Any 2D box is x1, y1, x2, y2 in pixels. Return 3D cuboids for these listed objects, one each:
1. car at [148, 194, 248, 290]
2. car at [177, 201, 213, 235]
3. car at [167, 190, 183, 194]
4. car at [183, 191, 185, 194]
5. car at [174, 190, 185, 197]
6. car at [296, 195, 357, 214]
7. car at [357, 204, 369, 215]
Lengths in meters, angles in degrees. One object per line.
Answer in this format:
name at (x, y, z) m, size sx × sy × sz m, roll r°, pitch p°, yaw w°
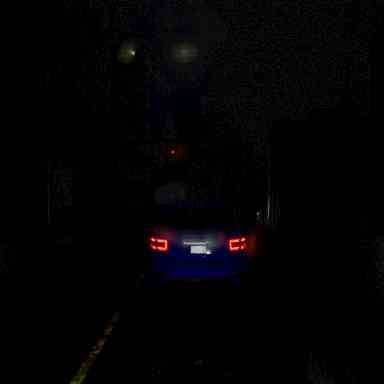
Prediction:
car at (0.116, 1.195, 9.142) m, size 2.150 × 2.045 × 5.566 m, roll 0°, pitch 0°, yaw 0°
car at (0.128, 1.389, 19.168) m, size 1.837 × 1.490 × 4.892 m, roll 0°, pitch 1°, yaw 0°
car at (-2.689, 0.830, 45.206) m, size 2.128 × 1.511 × 4.902 m, roll 0°, pitch 2°, yaw -1°
car at (-2.633, 0.542, 54.611) m, size 1.882 × 1.535 × 5.008 m, roll 0°, pitch 2°, yaw 0°
car at (-2.510, 0.257, 67.675) m, size 1.895 × 1.301 × 4.718 m, roll 0°, pitch 2°, yaw 1°
car at (12.836, 1.181, 32.446) m, size 5.009 × 1.841 × 2.192 m, roll 1°, pitch 0°, yaw 0°
car at (18.234, 1.525, 32.436) m, size 4.206 × 1.307 × 1.802 m, roll 1°, pitch 0°, yaw 0°
